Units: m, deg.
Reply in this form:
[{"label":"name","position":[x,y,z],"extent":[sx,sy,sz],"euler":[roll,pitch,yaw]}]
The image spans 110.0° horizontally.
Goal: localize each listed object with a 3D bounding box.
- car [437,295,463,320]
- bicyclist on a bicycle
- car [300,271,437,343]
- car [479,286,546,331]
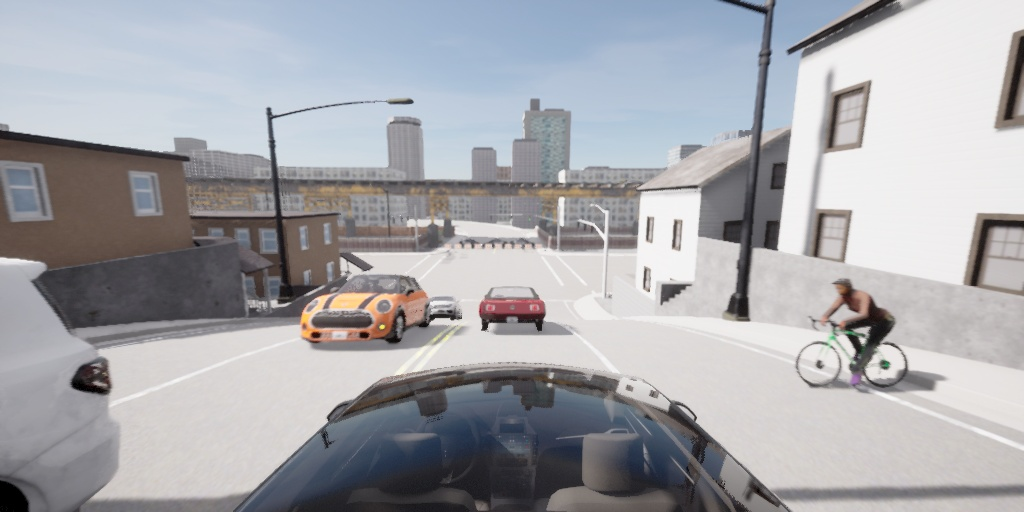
[{"label":"car","position":[-3.817,2.856,19.826],"extent":[1.812,1.442,4.674],"euler":[0,-12,-1]},{"label":"bicyclist on a bicycle","position":[5.025,1.143,5.293],"extent":[1.656,1.620,0.582],"euler":[0,1,1]},{"label":"car","position":[-3.668,1.254,9.850],"extent":[2.097,1.767,4.553],"euler":[0,-4,-1]},{"label":"car","position":[-0.021,1.691,12.035],"extent":[1.895,1.301,4.718],"euler":[0,-6,-1]}]
